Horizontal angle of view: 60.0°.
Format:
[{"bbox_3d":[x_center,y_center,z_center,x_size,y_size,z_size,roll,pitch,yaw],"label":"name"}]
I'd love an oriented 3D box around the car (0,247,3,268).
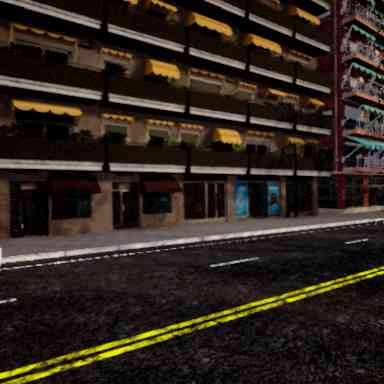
[{"bbox_3d":[-6.988,1.229,6.683,5.566,2.045,2.150,0,0,-36],"label":"car"}]
